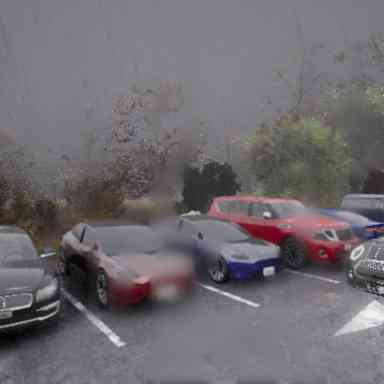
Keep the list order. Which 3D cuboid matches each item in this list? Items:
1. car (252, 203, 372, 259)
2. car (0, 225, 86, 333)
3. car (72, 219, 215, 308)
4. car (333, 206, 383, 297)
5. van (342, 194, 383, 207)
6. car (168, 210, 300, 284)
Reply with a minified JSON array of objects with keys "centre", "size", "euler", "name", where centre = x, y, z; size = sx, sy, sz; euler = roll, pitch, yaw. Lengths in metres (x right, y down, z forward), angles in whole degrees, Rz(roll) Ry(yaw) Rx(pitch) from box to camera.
[{"centre":[5.041,1.417,13.180],"size":[2.097,1.535,5.008],"euler":[0,0,-35],"name":"car"},{"centre":[-4.071,1.479,6.701],"size":[2.231,1.521,4.892],"euler":[0,0,-35],"name":"car"},{"centre":[-1.852,1.493,8.237],"size":[2.163,1.488,4.792],"euler":[0,0,-35],"name":"car"},{"centre":[5.584,1.307,7.656],"size":[4.553,1.767,2.097],"euler":[0,0,-35],"name":"car"},{"centre":[9.811,1.094,16.437],"size":[1.878,1.987,4.442],"euler":[-2,1,-35],"name":"van"},{"centre":[0.447,1.479,9.876],"size":[2.163,1.488,4.792],"euler":[0,0,-35],"name":"car"}]
